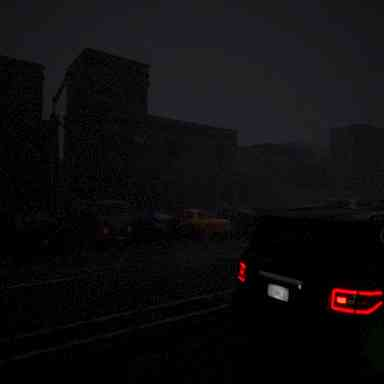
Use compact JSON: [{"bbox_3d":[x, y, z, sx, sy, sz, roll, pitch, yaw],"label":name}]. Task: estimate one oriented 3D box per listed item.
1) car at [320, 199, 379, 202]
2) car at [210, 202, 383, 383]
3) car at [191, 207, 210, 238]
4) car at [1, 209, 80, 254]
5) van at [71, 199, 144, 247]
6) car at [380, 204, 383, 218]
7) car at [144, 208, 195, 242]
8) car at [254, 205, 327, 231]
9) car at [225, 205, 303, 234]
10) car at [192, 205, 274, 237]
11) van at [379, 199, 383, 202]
[{"bbox_3d":[11.298,1.550,26.703,2.435,2.045,5.566,1,-1,-36],"label":"car"},{"bbox_3d":[3.176,1.281,5.398,5.566,2.045,2.150,1,0,-36],"label":"car"},{"bbox_3d":[-0.009,1.614,18.814,1.946,1.575,5.366,1,-1,-36],"label":"car"},{"bbox_3d":[-6.628,1.521,13.848,2.231,1.521,4.892,1,0,-36],"label":"car"},{"bbox_3d":[-4.217,1.327,15.434,1.878,1.987,4.442,1,0,-36],"label":"van"},{"bbox_3d":[22.528,2.052,34.691,2.002,1.452,4.674,1,-1,-36],"label":"car"},{"bbox_3d":[-2.144,1.624,17.057,2.002,1.452,4.674,1,0,-36],"label":"car"},{"bbox_3d":[6.824,1.764,23.473,2.002,1.452,4.674,1,-1,-36],"label":"car"},{"bbox_3d":[4.567,1.717,21.893,2.163,1.488,4.792,1,-1,-36],"label":"car"},{"bbox_3d":[2.344,1.653,20.260,2.231,1.521,4.892,1,-1,-36],"label":"car"},{"bbox_3d":[13.490,1.616,28.378,1.878,1.987,4.442,1,-1,-36],"label":"van"}]
